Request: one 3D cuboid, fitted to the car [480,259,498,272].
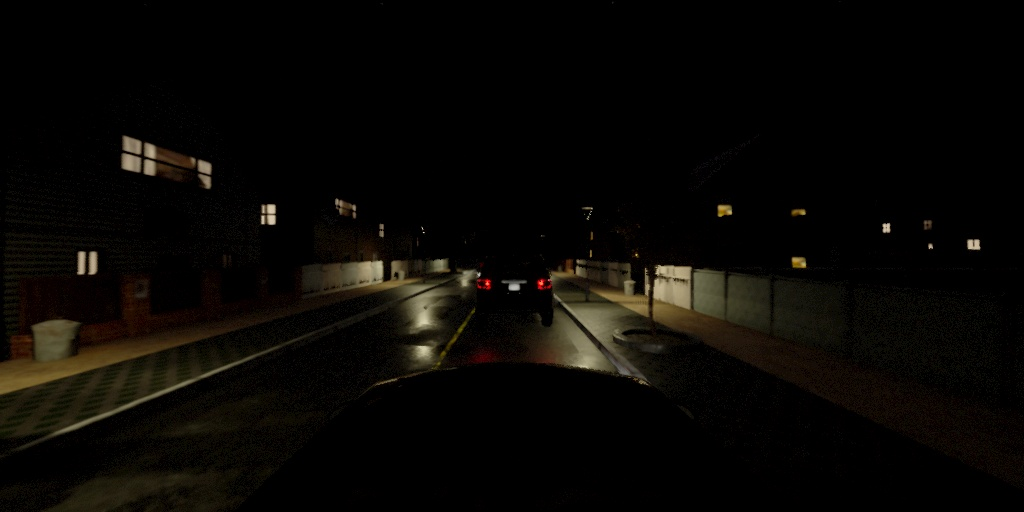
[{"bbox_3d":[-2.839,1.142,44.612,1.882,1.535,5.008,0,0,0],"label":"car"}]

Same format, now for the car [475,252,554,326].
[{"bbox_3d":[0.076,0.925,11.728,2.150,2.045,5.566,0,-1,0],"label":"car"}]
